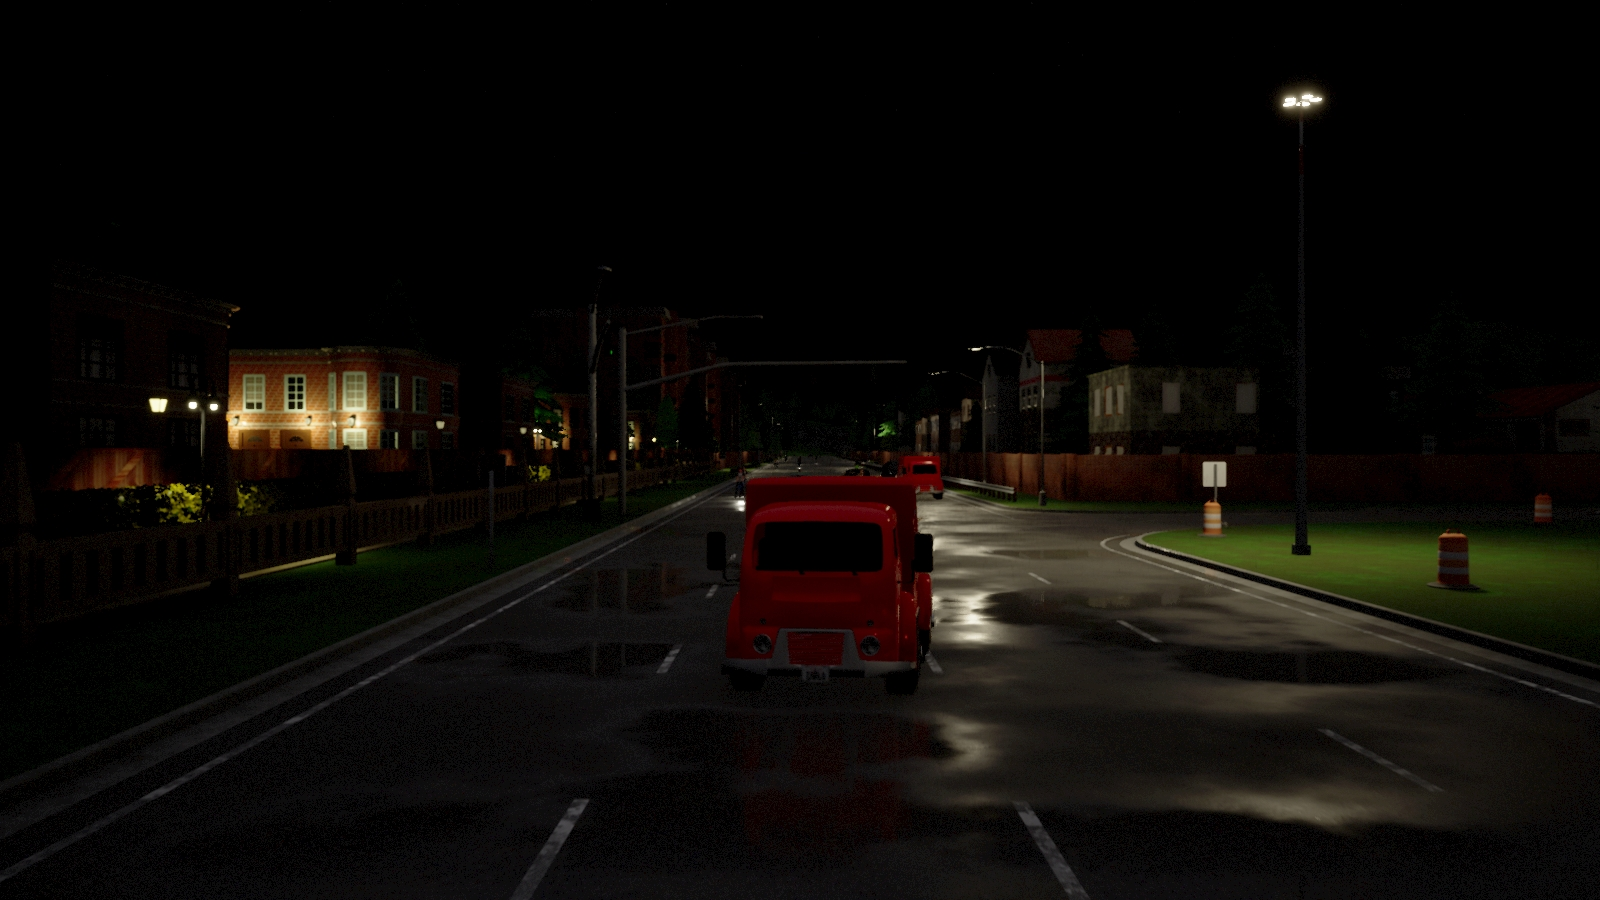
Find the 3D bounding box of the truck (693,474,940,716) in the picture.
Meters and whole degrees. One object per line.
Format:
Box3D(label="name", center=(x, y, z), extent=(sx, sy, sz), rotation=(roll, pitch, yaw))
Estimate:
Box3D(label="truck", center=(0.430, 1.580, 14.726), extent=(2.627, 2.467, 5.204), rotation=(0, -1, 6))
